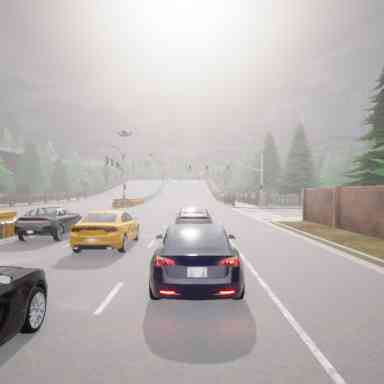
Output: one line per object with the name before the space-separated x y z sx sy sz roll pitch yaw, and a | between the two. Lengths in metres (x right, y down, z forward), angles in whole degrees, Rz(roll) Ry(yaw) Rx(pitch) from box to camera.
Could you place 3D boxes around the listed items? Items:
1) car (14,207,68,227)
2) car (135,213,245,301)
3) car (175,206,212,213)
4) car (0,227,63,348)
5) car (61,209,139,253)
car | -6.909 1.491 16.599 2.128 1.511 4.902 0 0 0
car | 0.096 1.504 8.400 2.163 1.488 4.792 0 0 0
car | 0.090 1.492 17.491 2.128 1.511 4.902 0 0 0
car | -3.400 1.478 3.737 1.882 1.535 5.008 0 0 0
car | -3.407 1.478 13.754 1.882 1.535 5.008 0 0 0
